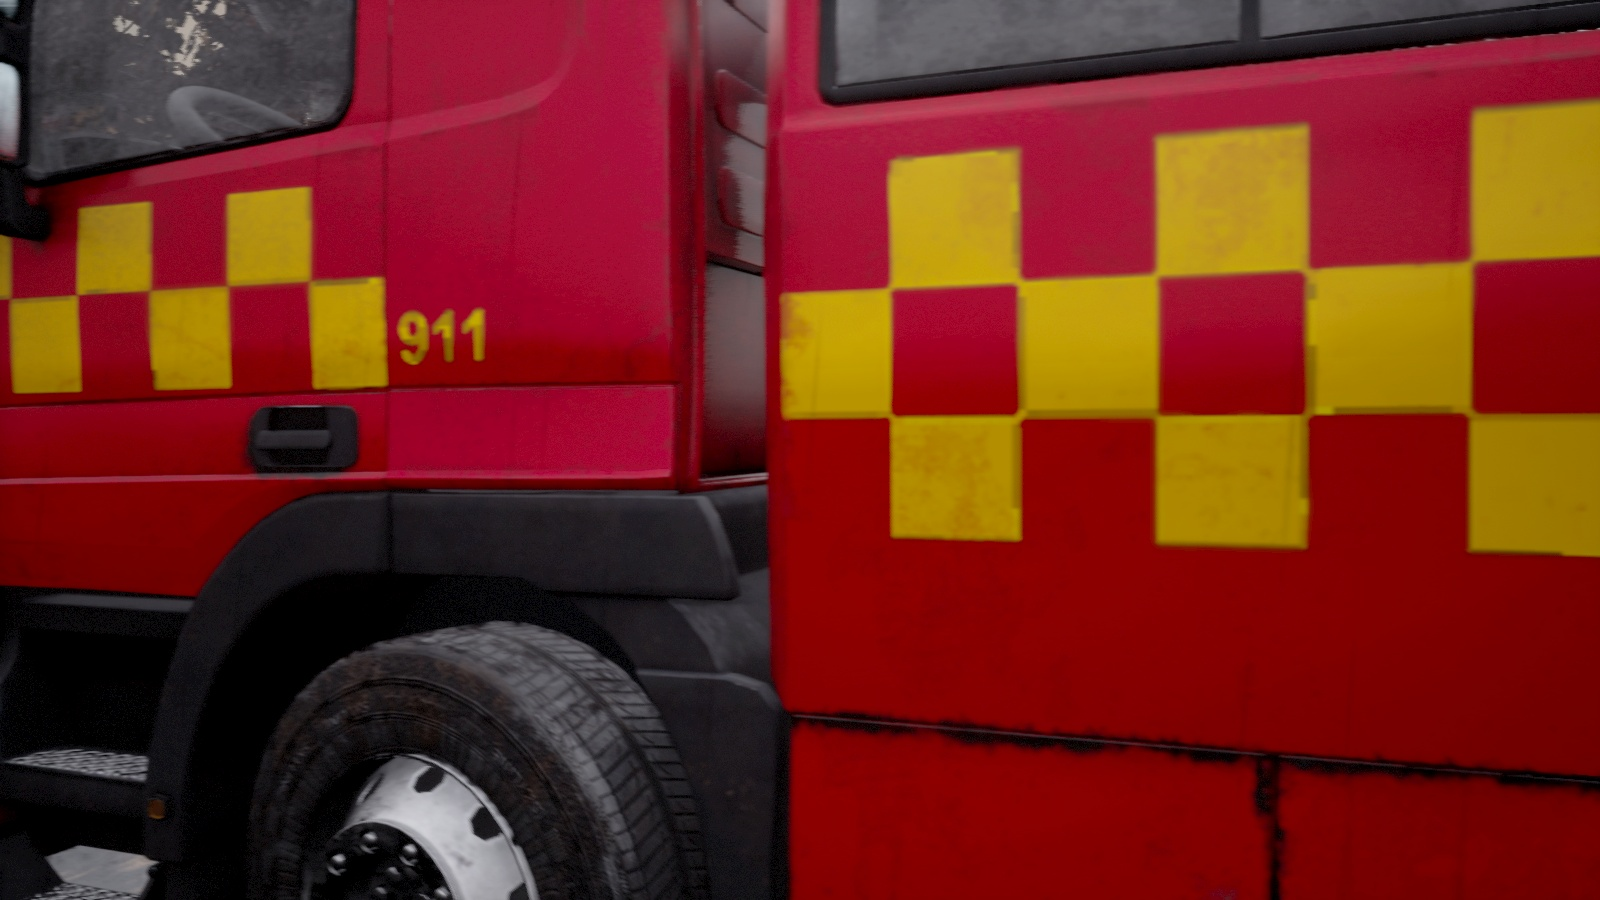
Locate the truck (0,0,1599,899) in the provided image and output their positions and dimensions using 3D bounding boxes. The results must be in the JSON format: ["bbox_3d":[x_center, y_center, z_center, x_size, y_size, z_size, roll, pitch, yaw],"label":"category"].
[{"bbox_3d":[1.811,-0.381,3.012,8.468,3.827,2.891,1,1,21],"label":"truck"}]
